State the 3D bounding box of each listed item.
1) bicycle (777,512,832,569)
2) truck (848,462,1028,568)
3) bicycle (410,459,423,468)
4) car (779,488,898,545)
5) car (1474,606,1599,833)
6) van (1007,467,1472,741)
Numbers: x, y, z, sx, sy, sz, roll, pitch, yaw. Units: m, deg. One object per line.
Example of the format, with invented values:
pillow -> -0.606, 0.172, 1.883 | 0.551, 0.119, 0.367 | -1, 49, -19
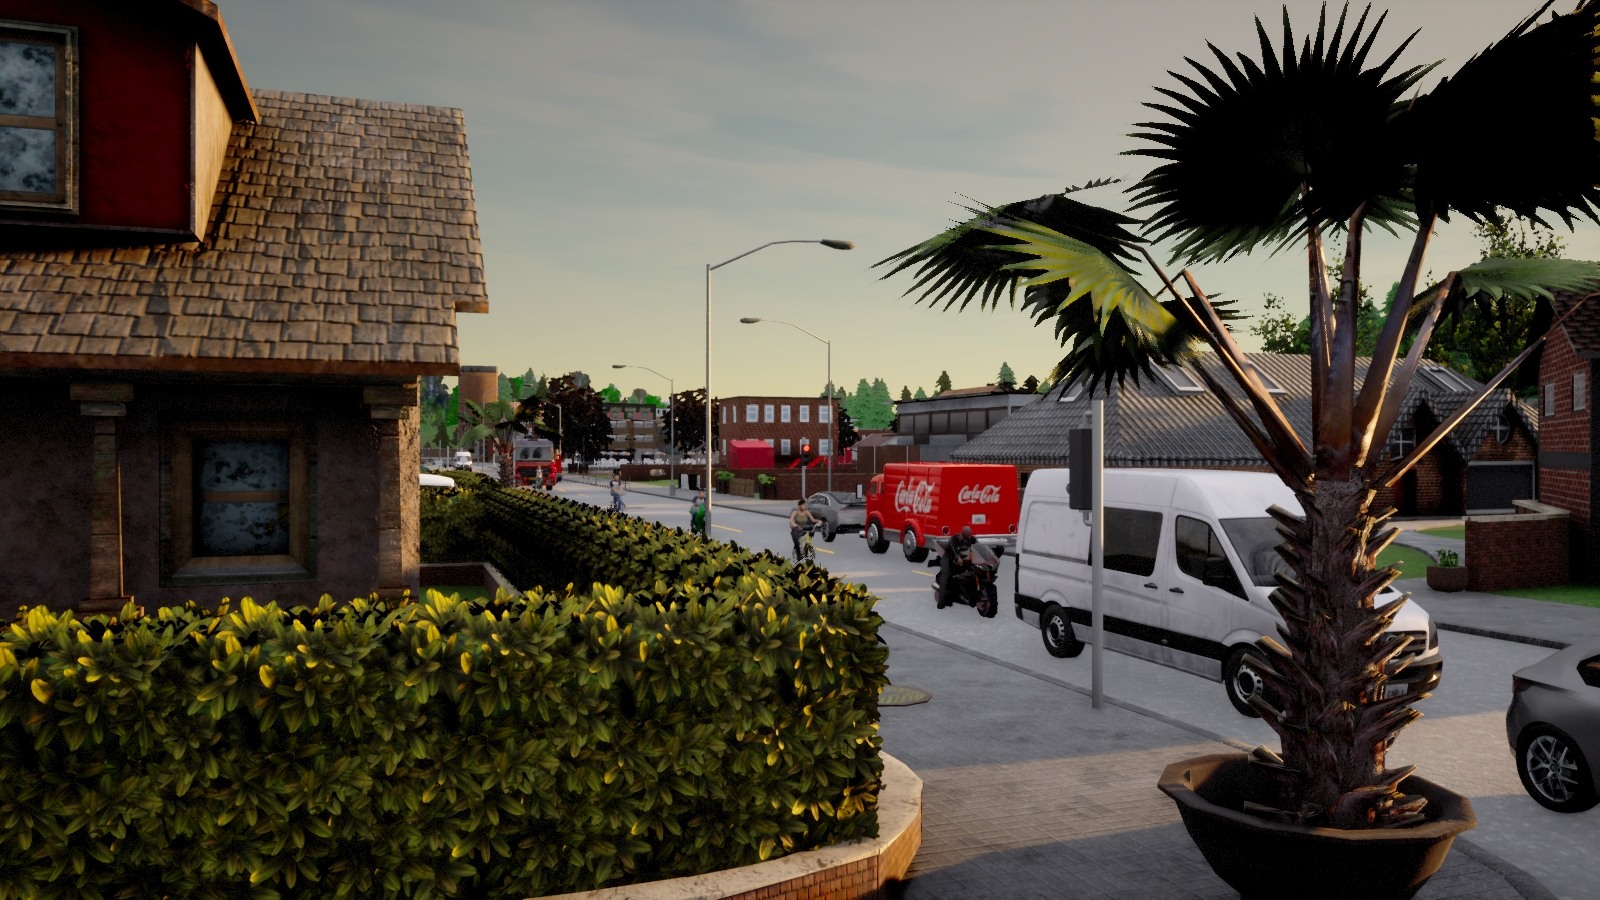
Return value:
bicycle -> 0.093, 2.160, 27.541 | 0.859, 1.276, 1.487 | 0, -1, -20
truck -> 3.468, 1.570, 29.990 | 2.627, 2.467, 5.204 | 0, 0, -20
bicycle -> -58.491, 2.062, 174.197 | 1.835, 1.471, 0.329 | 0, -2, -30
car -> 1.122, 2.053, 36.412 | 2.128, 1.511, 4.902 | 0, 0, -20
car -> 6.934, 2.069, 7.650 | 1.816, 1.474, 4.193 | 0, 0, -12
van -> 4.966, 1.538, 14.186 | 1.988, 2.561, 5.915 | 0, 0, -20
